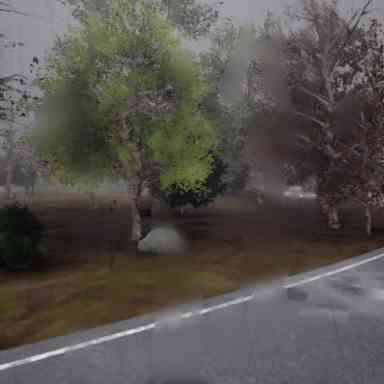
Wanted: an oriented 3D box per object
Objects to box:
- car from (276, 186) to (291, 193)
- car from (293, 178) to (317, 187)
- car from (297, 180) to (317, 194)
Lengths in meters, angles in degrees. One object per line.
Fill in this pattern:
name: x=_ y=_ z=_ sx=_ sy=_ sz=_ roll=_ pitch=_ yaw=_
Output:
car: x=15.469 y=-0.640 z=56.582 sx=1.994 sy=1.385 sz=4.181 roll=-4 pitch=3 yaw=9
car: x=24.024 y=-2.045 z=70.595 sx=5.357 sy=1.411 sz=2.033 roll=-7 pitch=4 yaw=-38
car: x=18.478 y=-0.630 z=50.778 sx=2.128 sy=1.511 sz=4.902 roll=-5 pitch=3 yaw=-5
